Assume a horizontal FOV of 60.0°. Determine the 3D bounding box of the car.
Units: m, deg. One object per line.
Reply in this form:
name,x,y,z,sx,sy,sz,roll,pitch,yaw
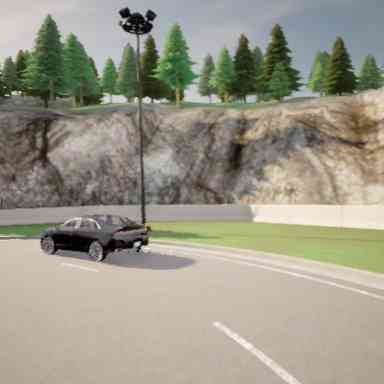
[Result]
car,-3.795,1.603,12.590,4.902,1.511,2.128,-2,0,36
